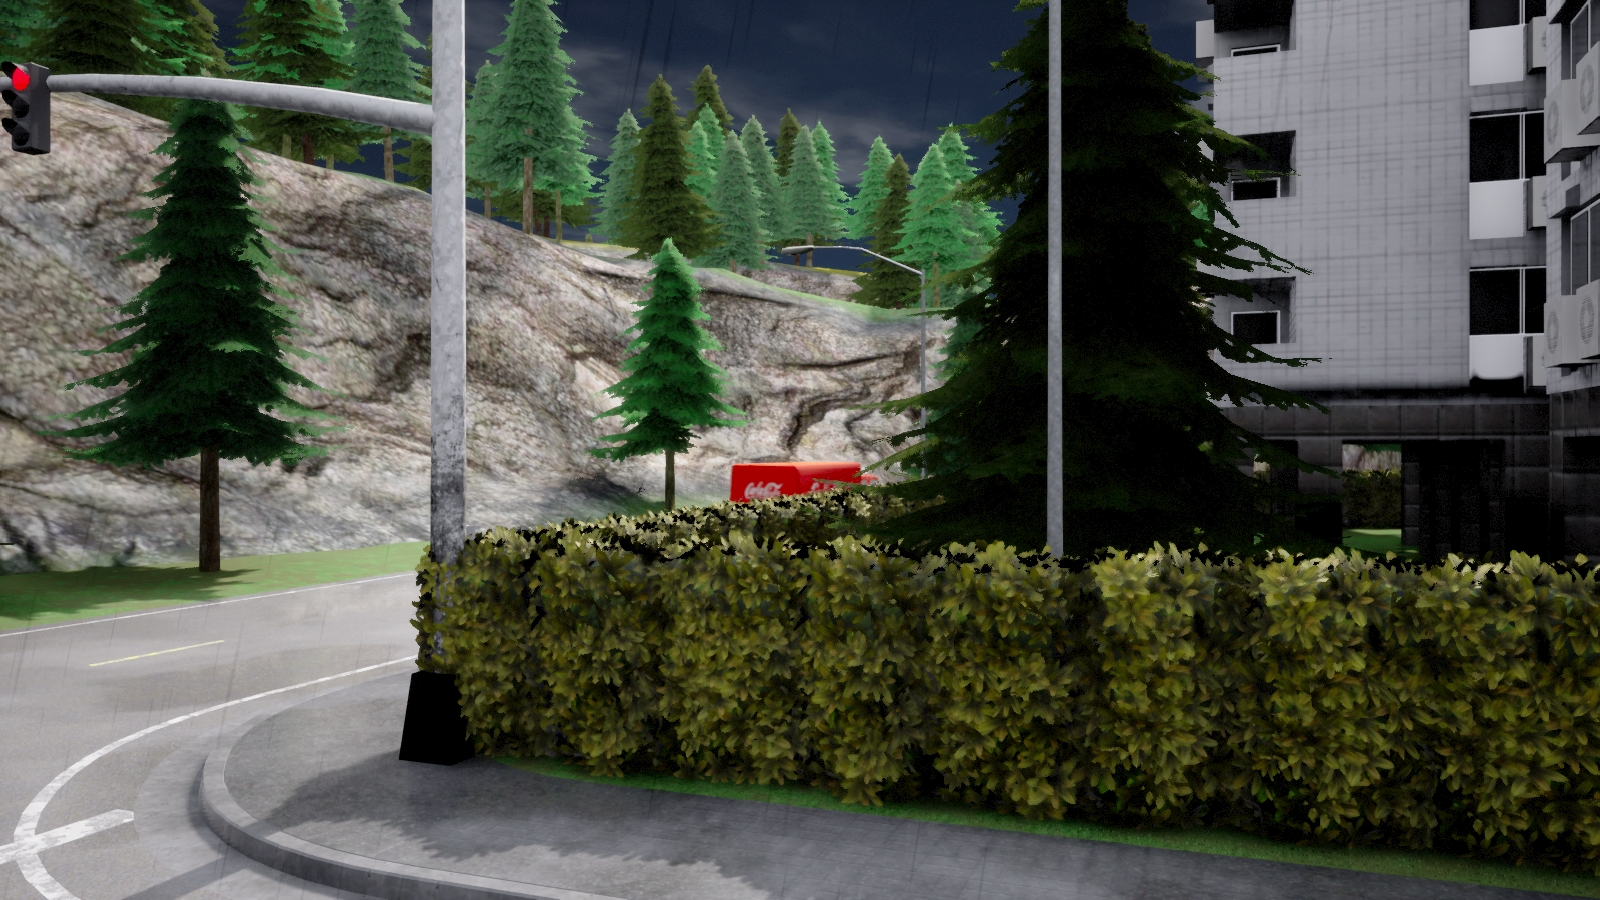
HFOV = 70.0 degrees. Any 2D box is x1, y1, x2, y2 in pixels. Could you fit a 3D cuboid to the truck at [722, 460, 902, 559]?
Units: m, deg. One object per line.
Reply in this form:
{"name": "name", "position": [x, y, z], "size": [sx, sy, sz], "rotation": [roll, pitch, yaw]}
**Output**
{"name": "truck", "position": [0.450, 1.548, 32.105], "size": [2.627, 2.467, 5.204], "rotation": [0, 0, 33]}
